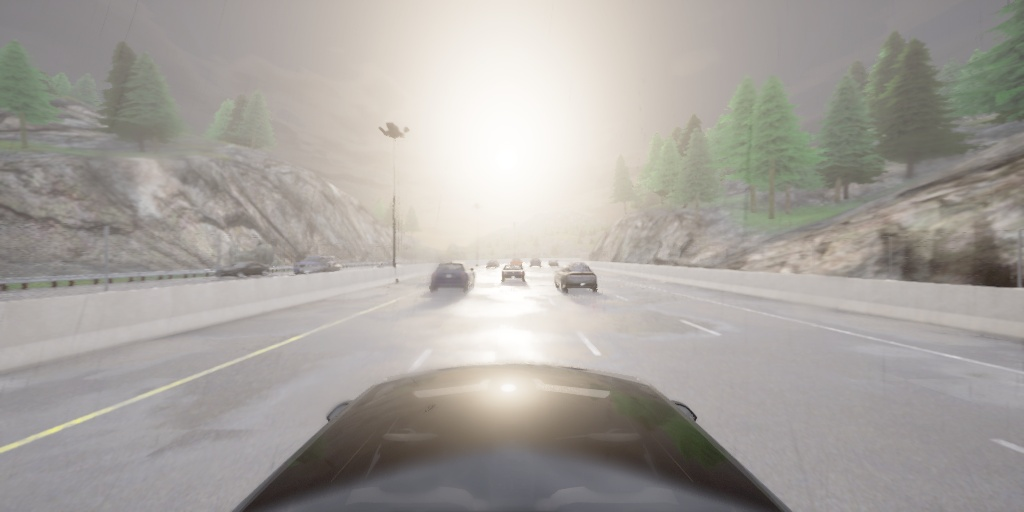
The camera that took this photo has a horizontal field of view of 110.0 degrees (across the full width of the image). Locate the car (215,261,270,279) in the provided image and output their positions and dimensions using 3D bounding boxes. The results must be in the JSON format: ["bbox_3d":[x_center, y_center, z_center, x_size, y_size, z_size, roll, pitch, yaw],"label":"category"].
[{"bbox_3d":[-24.568,1.236,32.912,1.882,1.535,5.008,0,0,0],"label":"car"}]

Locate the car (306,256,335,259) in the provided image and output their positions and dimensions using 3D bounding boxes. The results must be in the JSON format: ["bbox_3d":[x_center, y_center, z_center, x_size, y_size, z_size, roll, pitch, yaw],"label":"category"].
[{"bbox_3d":[-21.074,0.982,38.741,2.150,2.045,5.566,0,0,0],"label":"car"}]

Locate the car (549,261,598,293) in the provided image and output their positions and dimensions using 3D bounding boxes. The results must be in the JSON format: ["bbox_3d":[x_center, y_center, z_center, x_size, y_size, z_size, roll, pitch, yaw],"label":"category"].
[{"bbox_3d":[3.596,1.247,20.666,2.128,1.511,4.902,0,0,0],"label":"car"}]

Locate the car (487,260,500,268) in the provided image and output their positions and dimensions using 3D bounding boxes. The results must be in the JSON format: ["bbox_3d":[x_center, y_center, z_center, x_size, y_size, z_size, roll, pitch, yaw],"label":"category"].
[{"bbox_3d":[-3.212,1.314,62.461,2.033,1.411,5.357,0,0,4],"label":"car"}]

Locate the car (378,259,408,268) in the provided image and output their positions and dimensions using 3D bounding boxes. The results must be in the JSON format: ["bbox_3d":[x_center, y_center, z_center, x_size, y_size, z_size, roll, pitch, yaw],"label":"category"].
[{"bbox_3d":[-14.057,1.325,41.693,1.994,1.385,4.181,0,0,1],"label":"car"}]

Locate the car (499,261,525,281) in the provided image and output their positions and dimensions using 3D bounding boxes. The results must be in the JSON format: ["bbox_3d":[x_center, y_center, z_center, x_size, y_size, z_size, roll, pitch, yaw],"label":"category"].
[{"bbox_3d":[0.098,1.358,30.190,1.895,1.301,4.718,0,0,0],"label":"car"}]

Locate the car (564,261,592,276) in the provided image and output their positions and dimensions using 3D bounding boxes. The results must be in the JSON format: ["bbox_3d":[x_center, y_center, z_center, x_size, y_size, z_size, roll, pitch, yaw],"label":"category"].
[{"bbox_3d":[7.097,1.307,38.919,2.033,1.411,5.357,0,0,0],"label":"car"}]

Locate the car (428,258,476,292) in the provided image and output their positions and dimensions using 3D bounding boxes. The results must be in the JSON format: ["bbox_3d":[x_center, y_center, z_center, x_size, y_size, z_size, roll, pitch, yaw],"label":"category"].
[{"bbox_3d":[-3.402,1.107,21.446,2.097,1.767,4.553,0,0,0],"label":"car"}]

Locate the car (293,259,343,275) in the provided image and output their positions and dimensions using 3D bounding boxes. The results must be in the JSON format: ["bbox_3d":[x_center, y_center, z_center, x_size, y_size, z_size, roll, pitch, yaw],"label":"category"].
[{"bbox_3d":[-17.570,1.251,33.341,2.128,1.511,4.902,0,0,1],"label":"car"}]
